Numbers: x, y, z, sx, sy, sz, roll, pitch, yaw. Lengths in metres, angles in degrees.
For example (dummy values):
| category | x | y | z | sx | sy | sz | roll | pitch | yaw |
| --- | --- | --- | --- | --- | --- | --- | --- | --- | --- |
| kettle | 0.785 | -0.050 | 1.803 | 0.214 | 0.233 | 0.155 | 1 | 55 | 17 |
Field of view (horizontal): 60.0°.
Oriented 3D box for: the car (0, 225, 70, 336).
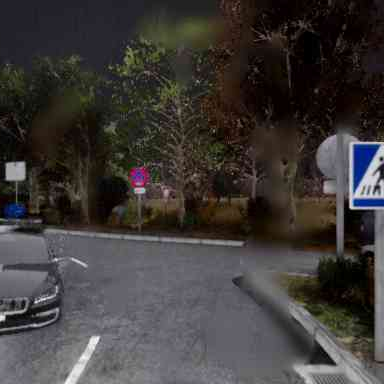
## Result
| category | x | y | z | sx | sy | sz | roll | pitch | yaw |
| --- | --- | --- | --- | --- | --- | --- | --- | --- | --- |
| car | -3.769 | 1.518 | 6.818 | 1.837 | 1.490 | 4.892 | 3 | -1 | -26 |

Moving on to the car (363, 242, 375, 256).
| category | x | y | z | sx | sy | sz | roll | pitch | yaw |
| --- | --- | --- | --- | --- | --- | --- | --- | --- | --- |
| car | 6.997 | 1.462 | 7.921 | 2.033 | 1.411 | 5.357 | 0 | -2 | -40 |
